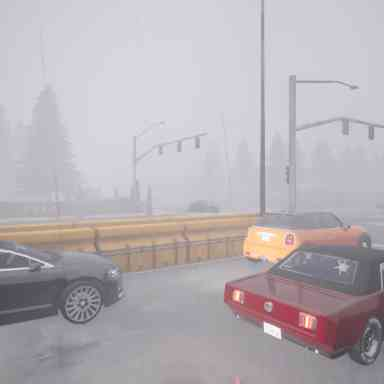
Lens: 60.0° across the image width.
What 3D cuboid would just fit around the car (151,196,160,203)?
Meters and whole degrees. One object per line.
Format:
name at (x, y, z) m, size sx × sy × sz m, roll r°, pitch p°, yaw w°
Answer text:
car at (-7.972, 1.514, 70.211) m, size 2.033 × 1.411 × 5.357 m, roll 0°, pitch 0°, yaw -2°

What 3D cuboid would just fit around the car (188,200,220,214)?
car at (1.220, 1.564, 35.541) m, size 1.994 × 1.385 × 4.181 m, roll 0°, pitch 0°, yaw -26°

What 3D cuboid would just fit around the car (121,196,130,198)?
car at (-9.620, 1.351, 51.462) m, size 2.097 × 1.767 × 4.553 m, roll 0°, pitch 0°, yaw -35°

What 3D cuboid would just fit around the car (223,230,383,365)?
car at (2.904, 1.601, 5.823) m, size 4.718 × 1.301 × 1.895 m, roll 0°, pitch 0°, yaw -36°

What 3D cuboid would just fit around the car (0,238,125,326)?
car at (-3.560, 1.492, 5.498) m, size 4.902 × 1.511 × 2.128 m, roll 0°, pitch 0°, yaw -36°

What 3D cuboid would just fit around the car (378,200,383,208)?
car at (26.720, 1.547, 44.591) m, size 5.357 × 1.411 × 2.033 m, roll 0°, pitch 0°, yaw -36°

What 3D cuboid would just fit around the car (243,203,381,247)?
car at (3.854, 1.352, 10.803) m, size 4.553 × 1.767 × 2.097 m, roll 0°, pitch 0°, yaw -36°
